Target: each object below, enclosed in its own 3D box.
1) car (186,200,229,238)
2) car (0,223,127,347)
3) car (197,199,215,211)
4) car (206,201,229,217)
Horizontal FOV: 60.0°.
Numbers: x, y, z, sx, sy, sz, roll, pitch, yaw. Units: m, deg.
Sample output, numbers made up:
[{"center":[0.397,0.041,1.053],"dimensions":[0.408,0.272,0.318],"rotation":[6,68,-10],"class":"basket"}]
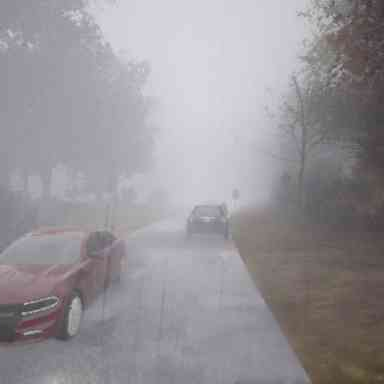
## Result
[{"center":[0.903,1.416,18.221],"dimensions":[2.097,1.767,4.553],"rotation":[0,0,4],"class":"car"},{"center":[-2.671,1.474,6.738],"dimensions":[1.882,1.535,5.008],"rotation":[0,0,2],"class":"car"},{"center":[2.169,1.914,49.050],"dimensions":[1.882,1.535,5.008],"rotation":[1,0,12],"class":"car"},{"center":[2.876,1.776,35.938],"dimensions":[2.128,1.511,4.902],"rotation":[0,-1,8],"class":"car"}]
